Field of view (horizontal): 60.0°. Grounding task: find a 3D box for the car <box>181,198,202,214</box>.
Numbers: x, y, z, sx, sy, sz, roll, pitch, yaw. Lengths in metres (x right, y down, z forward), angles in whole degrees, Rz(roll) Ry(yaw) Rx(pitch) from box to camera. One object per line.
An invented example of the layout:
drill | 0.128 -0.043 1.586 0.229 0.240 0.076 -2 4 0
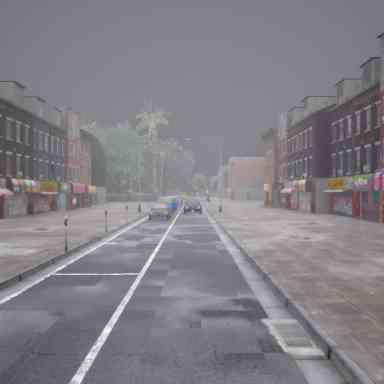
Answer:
car | 0.086 1.632 36.055 1.895 1.301 4.718 0 0 0

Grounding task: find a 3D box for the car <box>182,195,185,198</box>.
car | -2.646 1.617 55.464 2.008 1.369 4.403 0 0 0

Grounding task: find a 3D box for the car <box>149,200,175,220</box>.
car | -2.642 1.599 28.142 1.802 1.307 4.206 0 0 0

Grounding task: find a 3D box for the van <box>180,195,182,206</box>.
van | -2.644 1.387 44.536 1.690 1.788 3.998 0 0 0

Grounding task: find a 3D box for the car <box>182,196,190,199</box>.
car | 0.031 1.612 46.100 1.994 1.385 4.181 0 0 1

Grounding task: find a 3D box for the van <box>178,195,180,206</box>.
van | -2.644 1.377 39.071 1.690 1.788 3.998 0 0 0

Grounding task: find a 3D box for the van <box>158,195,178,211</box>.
van | -2.643 1.368 33.607 1.690 1.788 3.998 0 0 0
